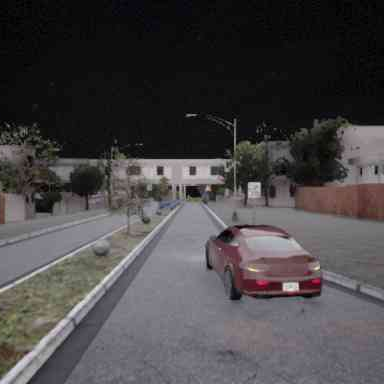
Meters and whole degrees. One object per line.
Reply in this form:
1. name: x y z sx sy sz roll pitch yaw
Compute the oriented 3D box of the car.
1. car: 1.498 1.523 8.251 1.812 1.442 4.674 0 0 -7
